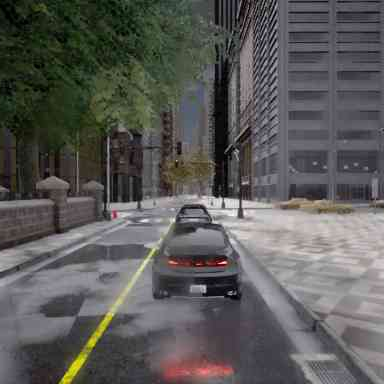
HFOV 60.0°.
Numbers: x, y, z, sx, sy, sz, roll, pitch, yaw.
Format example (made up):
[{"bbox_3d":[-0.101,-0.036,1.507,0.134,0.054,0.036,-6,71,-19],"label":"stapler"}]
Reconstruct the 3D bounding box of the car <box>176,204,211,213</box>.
[{"bbox_3d":[0.094,1.440,18.565,2.033,1.649,4.856,0,0,0],"label":"car"}]

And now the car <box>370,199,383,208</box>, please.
[{"bbox_3d":[23.436,1.144,38.962,4.829,1.417,1.752,-1,1,0],"label":"car"}]

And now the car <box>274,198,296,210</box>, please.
[{"bbox_3d":[12.095,1.329,39.022,4.829,1.417,1.752,-1,1,0],"label":"car"}]

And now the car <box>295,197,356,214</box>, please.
[{"bbox_3d":[12.399,1.341,30.496,4.829,1.417,1.752,-1,1,0],"label":"car"}]

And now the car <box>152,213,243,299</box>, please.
[{"bbox_3d":[0.111,1.508,8.435,1.837,1.490,4.892,0,0,0],"label":"car"}]
